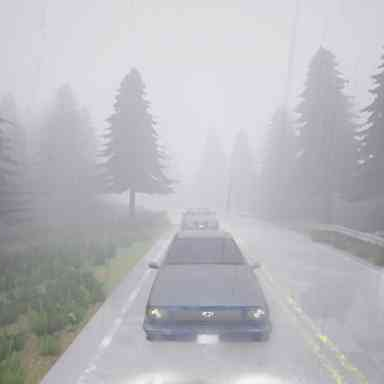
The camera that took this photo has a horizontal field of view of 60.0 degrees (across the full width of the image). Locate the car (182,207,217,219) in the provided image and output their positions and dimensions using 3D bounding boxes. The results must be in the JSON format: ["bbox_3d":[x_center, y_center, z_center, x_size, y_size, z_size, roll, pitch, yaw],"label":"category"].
[{"bbox_3d":[0.401,1.584,19.139,1.994,1.385,4.181,0,0,-2],"label":"car"}]

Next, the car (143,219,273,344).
[{"bbox_3d":[0.250,1.557,7.054,2.033,1.411,5.357,0,0,1],"label":"car"}]
